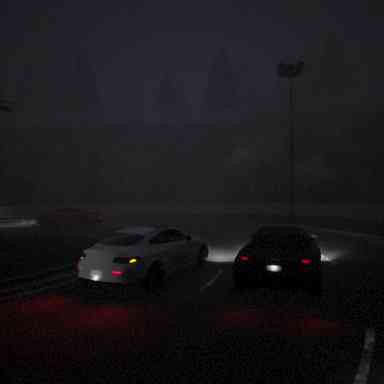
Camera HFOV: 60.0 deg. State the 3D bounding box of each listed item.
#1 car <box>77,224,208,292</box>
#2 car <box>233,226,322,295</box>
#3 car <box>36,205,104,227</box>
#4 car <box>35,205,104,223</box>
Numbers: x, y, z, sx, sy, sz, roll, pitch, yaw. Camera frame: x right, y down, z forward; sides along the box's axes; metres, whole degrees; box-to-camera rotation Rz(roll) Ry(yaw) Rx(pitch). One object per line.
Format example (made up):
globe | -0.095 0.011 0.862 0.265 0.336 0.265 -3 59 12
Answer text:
car | -1.118 1.622 9.325 1.812 1.442 4.674 0 0 25
car | 2.401 1.615 9.035 1.994 1.385 4.181 -1 0 19
car | -9.368 1.808 25.597 5.008 1.535 1.882 -1 -1 8
car | -10.659 1.924 29.239 5.357 1.411 2.033 -1 -1 -1
